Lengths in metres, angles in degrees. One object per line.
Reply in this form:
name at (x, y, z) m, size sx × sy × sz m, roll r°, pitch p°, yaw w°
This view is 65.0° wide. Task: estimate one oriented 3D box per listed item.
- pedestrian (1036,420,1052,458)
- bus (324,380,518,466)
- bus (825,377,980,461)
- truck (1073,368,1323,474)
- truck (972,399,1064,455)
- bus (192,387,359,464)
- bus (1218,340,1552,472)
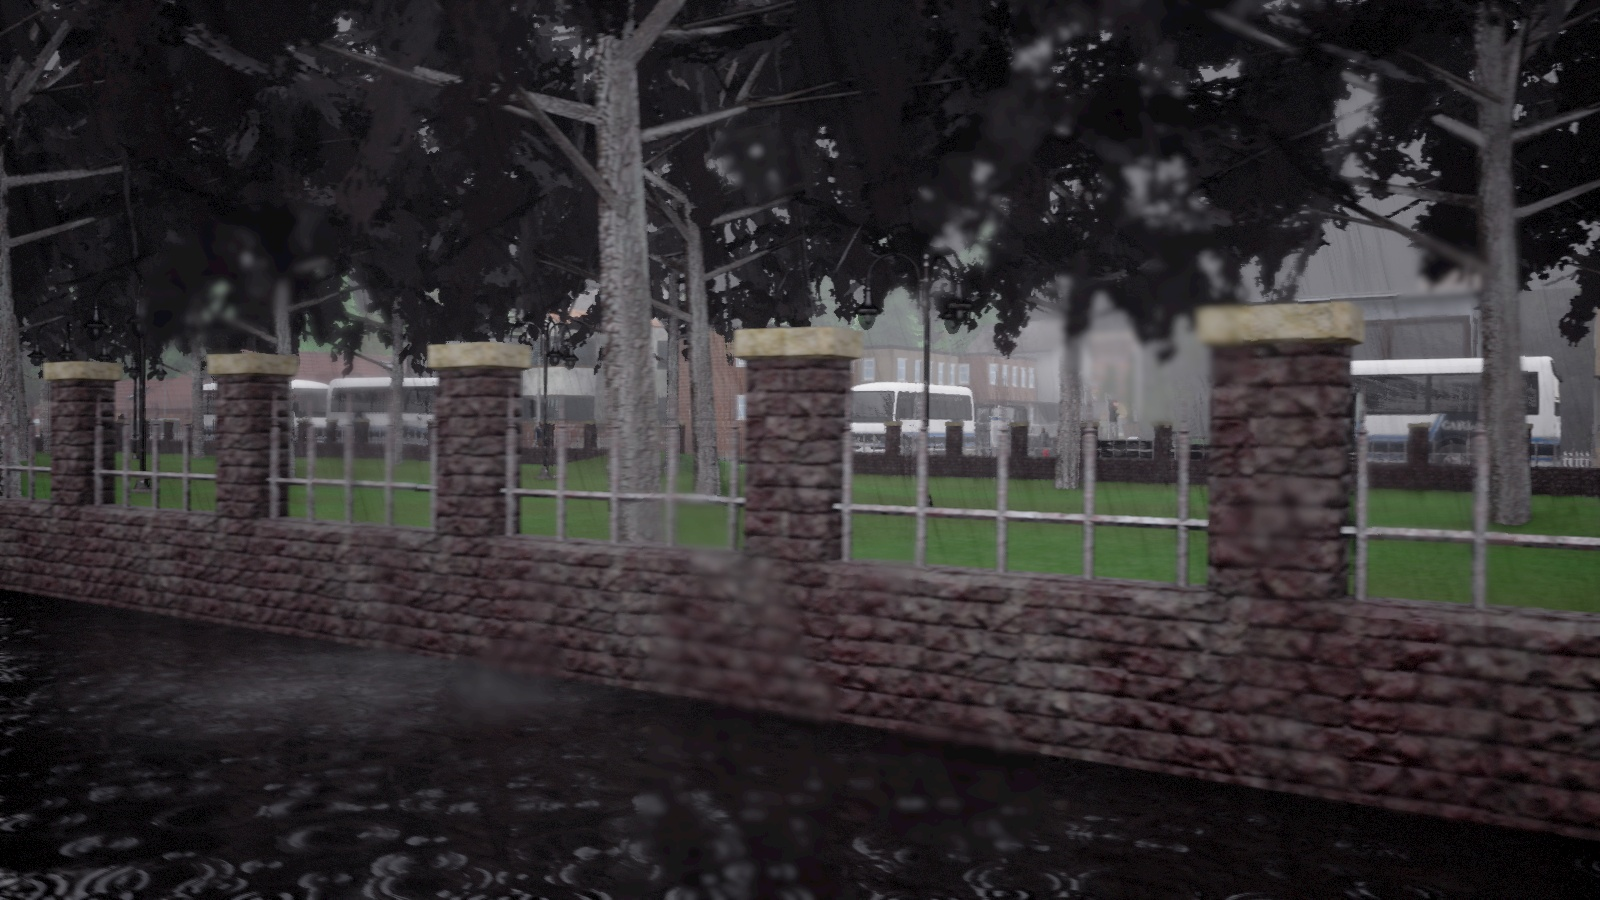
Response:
pedestrian at (12.897, -0.582, 66.381) m, size 0.788 × 1.949 × 0.423 m, roll -1°, pitch 1°, yaw -40°
bus at (-20.299, -1.376, 67.036) m, size 10.273 × 4.253 × 3.944 m, roll 0°, pitch 1°, yaw 30°
bus at (5.812, -1.638, 68.876) m, size 3.944 × 4.253 × 10.273 m, roll 0°, pitch 1°, yaw 34°
truck at (13.975, -0.984, 44.457) m, size 7.936 × 3.462 × 2.891 m, roll 0°, pitch 1°, yaw 35°
truck at (14.228, -1.493, 81.481) m, size 2.891 × 3.462 × 7.936 m, roll 0°, pitch 1°, yaw 34°
bus at (-30.930, -1.373, 73.849) m, size 10.273 × 4.253 × 3.944 m, roll 0°, pitch 1°, yaw 34°
bus at (20.711, -1.444, 44.781) m, size 10.273 × 4.253 × 3.944 m, roll 0°, pitch 1°, yaw 35°
